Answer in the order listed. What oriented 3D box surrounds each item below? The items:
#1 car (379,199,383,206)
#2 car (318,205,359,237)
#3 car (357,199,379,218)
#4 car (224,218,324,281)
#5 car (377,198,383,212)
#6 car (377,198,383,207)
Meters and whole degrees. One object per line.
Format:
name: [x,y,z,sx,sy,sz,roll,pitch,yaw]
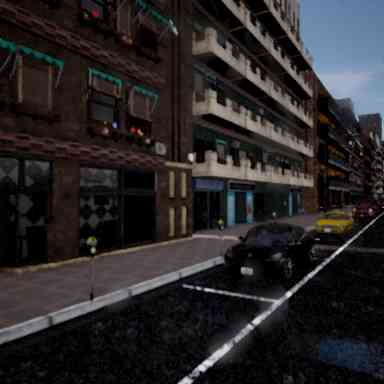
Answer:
car: [41.887,2.286,72.300,1.887,1.381,4.507,0,-1,32]
car: [8.547,1.746,19.827,1.752,1.417,4.829,0,-1,32]
car: [17.706,1.806,34.244,1.967,1.590,4.097,0,-1,32]
car: [2.593,1.691,10.455,1.947,1.339,4.313,0,-1,32]
car: [20.729,1.728,39.002,2.192,1.841,5.009,0,-1,32]
car: [38.864,2.135,67.543,1.967,1.590,4.097,0,-1,32]
